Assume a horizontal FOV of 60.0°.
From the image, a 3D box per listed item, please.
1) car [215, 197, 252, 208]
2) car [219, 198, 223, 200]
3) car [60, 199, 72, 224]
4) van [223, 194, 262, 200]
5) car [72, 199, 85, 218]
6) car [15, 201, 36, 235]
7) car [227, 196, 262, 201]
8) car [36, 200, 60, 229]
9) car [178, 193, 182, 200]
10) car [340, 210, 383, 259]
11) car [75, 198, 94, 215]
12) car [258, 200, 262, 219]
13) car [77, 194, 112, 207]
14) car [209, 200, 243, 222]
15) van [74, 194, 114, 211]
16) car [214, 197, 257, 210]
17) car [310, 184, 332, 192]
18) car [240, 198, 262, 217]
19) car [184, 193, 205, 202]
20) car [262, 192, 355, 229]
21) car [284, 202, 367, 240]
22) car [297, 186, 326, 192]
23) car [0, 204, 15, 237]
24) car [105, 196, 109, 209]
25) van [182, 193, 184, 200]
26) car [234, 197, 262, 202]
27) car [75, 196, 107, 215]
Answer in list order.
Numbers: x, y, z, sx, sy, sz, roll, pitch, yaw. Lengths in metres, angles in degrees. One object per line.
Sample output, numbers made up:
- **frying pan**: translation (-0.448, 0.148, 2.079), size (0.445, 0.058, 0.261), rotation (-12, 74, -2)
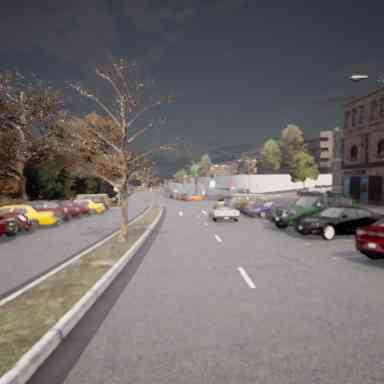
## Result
- **car**: translation (5.823, 1.478, 46.954), size (4.792, 1.488, 2.163), rotation (1, 0, -25)
- **car**: translation (6.185, 1.322, 40.975), size (4.553, 1.767, 2.185), rotation (1, 0, -25)
- **car**: translation (-11.014, 1.378, 23.204), size (4.553, 1.767, 2.185), rotation (-1, 0, -23)
- **van**: translation (6.284, 1.222, 37.901), size (4.442, 1.987, 1.878), rotation (1, 0, -24)
- **car**: translation (-11.189, 1.544, 26.151), size (4.674, 1.452, 2.002), rotation (-1, 0, -23)
- **car**: translation (-10.823, 1.380, 17.269), size (4.553, 1.767, 2.185), rotation (-1, 0, -22)
- **car**: translation (6.605, 1.453, 34.939), size (4.892, 1.521, 2.231), rotation (1, 0, -24)
- **car**: translation (-11.078, 1.504, 20.162), size (5.366, 1.575, 1.946), rotation (-1, 0, -22)
- **car**: translation (0.029, 1.363, 90.449), size (5.566, 2.045, 2.435), rotation (1, 0, -30)
- **car**: translation (7.650, 1.471, 10.798), size (5.008, 1.535, 2.097), rotation (1, 0, -21)
- **car**: translation (-11.361, 1.544, 29.107), size (4.674, 1.452, 2.002), rotation (-1, 0, -23)
- **car**: translation (7.267, 1.501, 22.877), size (4.674, 1.452, 2.002), rotation (1, 0, -23)
- **car**: translation (-11.946, 1.377, 37.983), size (4.553, 1.767, 2.185), rotation (-1, 0, -24)
- **car**: translation (2.406, 1.584, 26.359), size (1.895, 1.301, 4.718), rotation (0, 0, -3)
- **van**: translation (-12.114, 1.275, 40.972), size (4.442, 1.987, 1.878), rotation (-1, 0, -24)
- **car**: translation (5.737, 1.440, 43.895), size (5.366, 1.575, 1.946), rotation (1, 0, -25)
- **car**: translation (23.531, -0.425, 59.482), size (2.435, 2.045, 5.566), rotation (-7, 4, -30)
- **car**: translation (6.972, 1.496, 28.907), size (4.674, 1.452, 2.002), rotation (1, 0, -23)
- **car**: translation (1.042, 1.502, 84.521), size (4.553, 1.767, 2.185), rotation (0, 0, -30)
- **car**: translation (7.373, 1.212, 19.839), size (5.566, 2.045, 2.435), rotation (1, 0, -22)
- **car**: translation (7.506, 1.466, 16.834), size (5.008, 1.535, 2.097), rotation (1, 0, -22)
- **car**: translation (20.580, 0.155, 58.993), size (2.002, 1.452, 4.674), rotation (-7, 4, -30)
- **car**: translation (-10.685, 1.505, 14.316), size (5.008, 1.535, 2.097), rotation (-1, 0, -21)
- **car**: translation (-11.924, 1.503, 34.942), size (5.366, 1.575, 1.946), rotation (-1, 0, -24)
- **van**: translation (0.471, 1.394, 87.443), size (4.442, 1.987, 1.878), rotation (0, 0, -30)
- **car**: translation (6.788, 1.494, 31.926), size (4.674, 1.452, 2.002), rotation (1, 0, -24)
- **car**: translation (-11.384, 1.497, 32.142), size (5.366, 1.575, 1.946), rotation (-1, 0, -24)
